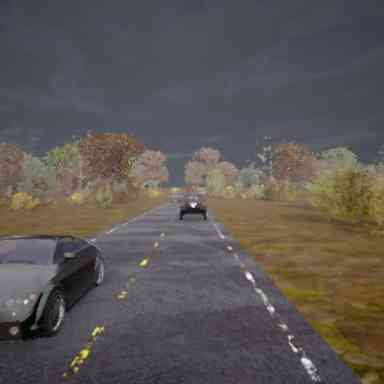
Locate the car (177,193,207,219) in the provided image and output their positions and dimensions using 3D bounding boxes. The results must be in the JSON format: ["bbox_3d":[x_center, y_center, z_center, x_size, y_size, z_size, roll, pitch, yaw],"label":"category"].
[{"bbox_3d":[0.099,1.126,27.944,2.150,2.045,5.566,0,0,0],"label":"car"}]

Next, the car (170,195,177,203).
[{"bbox_3d":[-3.030,1.311,61.115,2.033,1.411,5.357,0,0,1],"label":"car"}]

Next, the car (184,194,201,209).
[{"bbox_3d":[0.095,1.194,43.418,2.097,1.767,4.553,0,0,0],"label":"car"}]

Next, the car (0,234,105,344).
[{"bbox_3d":[-3.100,1.542,6.443,1.994,1.385,4.181,0,0,0],"label":"car"}]
